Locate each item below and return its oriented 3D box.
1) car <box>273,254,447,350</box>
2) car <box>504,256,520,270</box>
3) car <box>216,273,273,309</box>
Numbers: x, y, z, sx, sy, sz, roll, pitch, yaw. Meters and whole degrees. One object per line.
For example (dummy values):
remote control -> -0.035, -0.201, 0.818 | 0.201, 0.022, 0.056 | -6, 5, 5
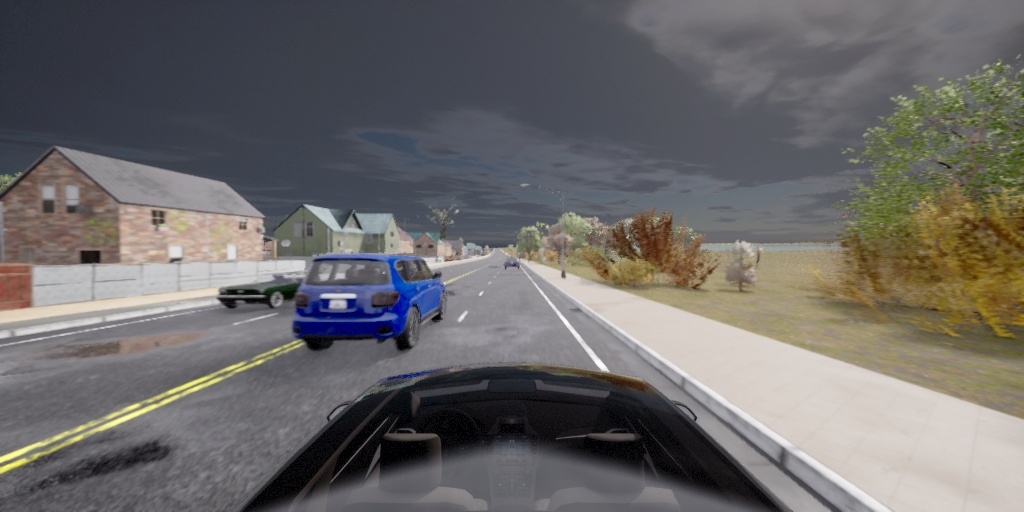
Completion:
car -> -3.151, 0.970, 9.180 | 2.150, 2.045, 5.566 | 0, 0, 0
car -> -0.004, 0.857, 49.052 | 2.097, 1.767, 4.553 | 0, 0, 0
car -> -9.752, 1.349, 15.083 | 1.895, 1.301, 4.718 | 0, 0, 0
